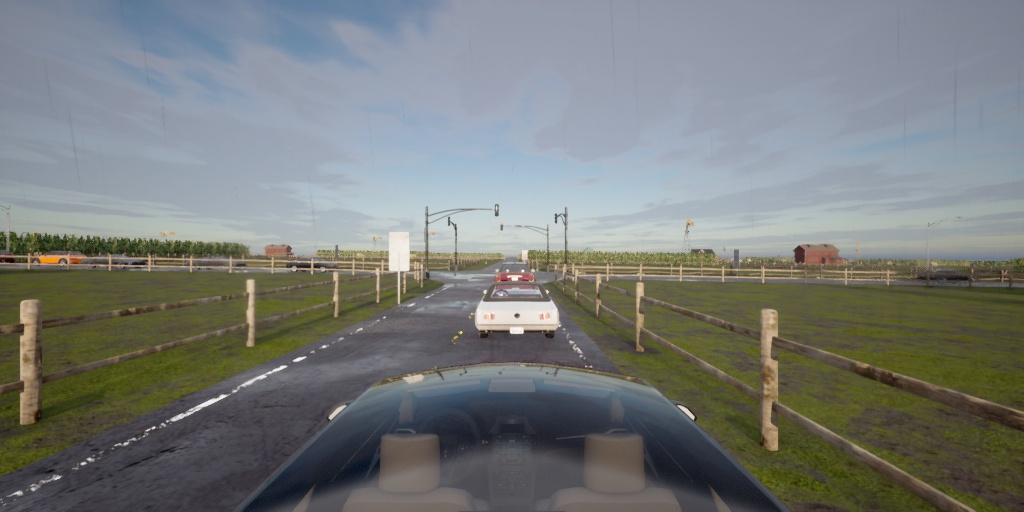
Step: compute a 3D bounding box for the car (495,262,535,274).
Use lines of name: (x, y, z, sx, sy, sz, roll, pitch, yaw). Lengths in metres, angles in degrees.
car: (0.164, 1.103, 19.087, 2.097, 1.767, 4.553, 0, 0, 1)

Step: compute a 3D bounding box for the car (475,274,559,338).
car: (0.117, 1.351, 10.098, 1.895, 1.301, 4.718, 0, 0, 0)

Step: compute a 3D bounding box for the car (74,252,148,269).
car: (-40.759, 0.570, 36.729, 5.357, 1.411, 2.033, 1, 0, 1)

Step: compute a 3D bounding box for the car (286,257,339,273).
car: (-20.348, 0.896, 36.674, 4.892, 1.490, 1.837, 1, 0, 0)

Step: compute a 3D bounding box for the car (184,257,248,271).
car: (-30.237, 0.759, 36.701, 5.357, 1.411, 2.033, 1, 0, 0)

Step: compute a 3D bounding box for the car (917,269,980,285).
car: (44.382, 2.132, 36.535, 4.892, 1.490, 1.837, 1, 0, 0)
